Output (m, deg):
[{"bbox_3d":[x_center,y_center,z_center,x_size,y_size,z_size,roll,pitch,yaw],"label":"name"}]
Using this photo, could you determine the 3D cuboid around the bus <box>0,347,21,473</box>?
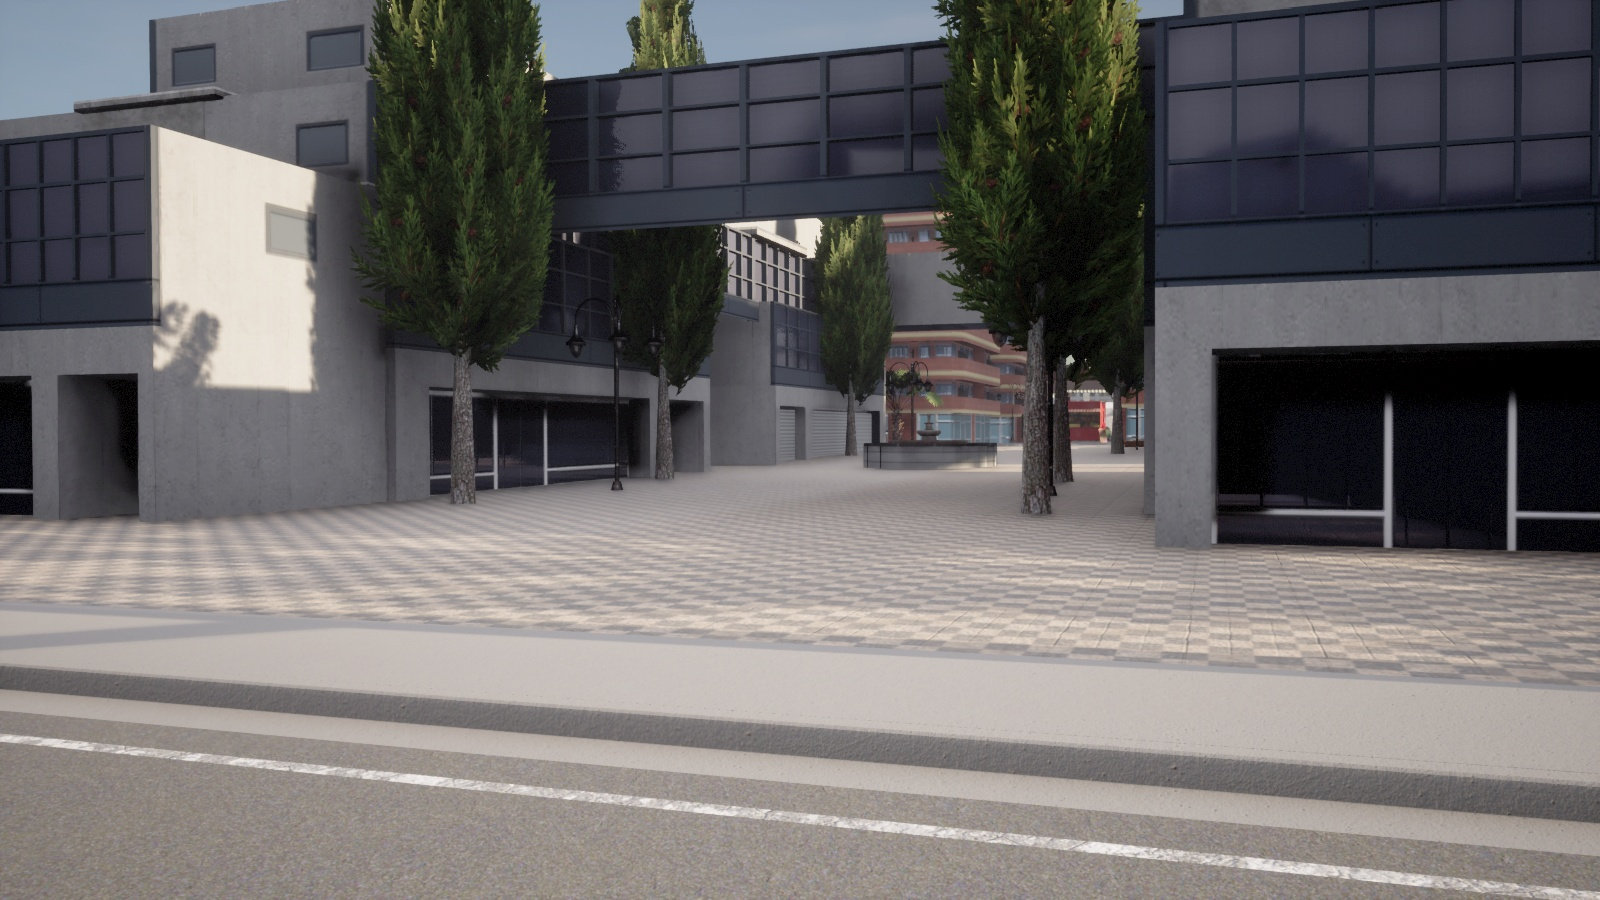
[{"bbox_3d":[-28.632,-1.273,38.451,3.944,4.253,10.273,0,1,-5],"label":"bus"}]
